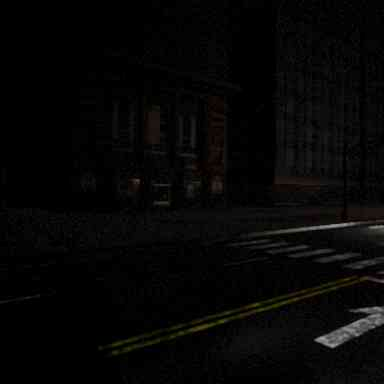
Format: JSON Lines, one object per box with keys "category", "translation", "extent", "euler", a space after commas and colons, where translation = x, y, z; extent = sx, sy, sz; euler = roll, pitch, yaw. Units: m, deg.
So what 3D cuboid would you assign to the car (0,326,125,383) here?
{"category": "car", "translation": [-2.575, 1.600, 1.620], "extent": [4.718, 1.301, 1.895], "euler": [0, 0, -35]}
